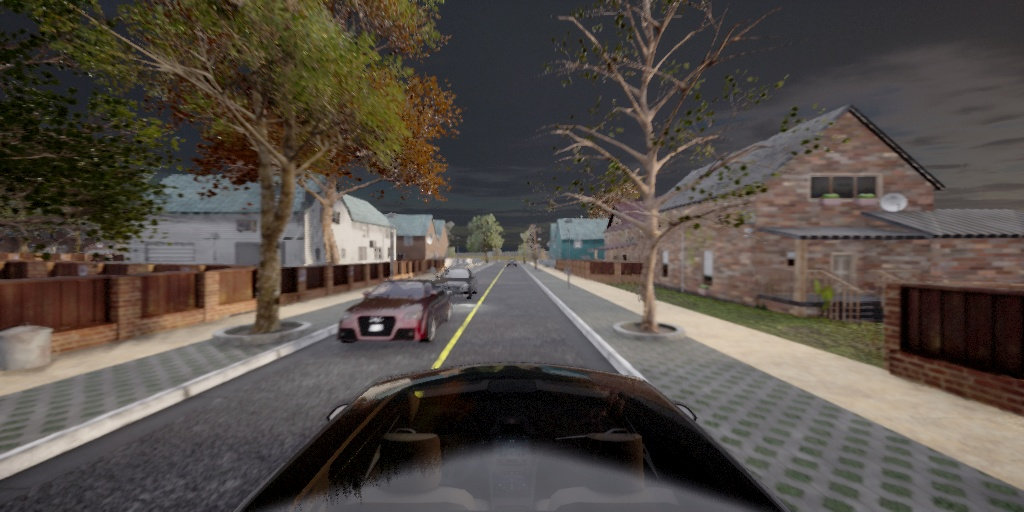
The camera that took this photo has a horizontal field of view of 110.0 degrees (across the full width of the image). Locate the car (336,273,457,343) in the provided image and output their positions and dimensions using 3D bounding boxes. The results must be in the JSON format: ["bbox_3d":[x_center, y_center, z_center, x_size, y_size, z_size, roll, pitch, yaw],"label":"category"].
[{"bbox_3d":[-2.843,1.319,9.505,1.994,1.385,4.181,0,0,0],"label":"car"}]

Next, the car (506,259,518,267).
[{"bbox_3d":[-0.013,1.286,64.768,1.812,1.442,4.674,0,0,0],"label":"car"}]

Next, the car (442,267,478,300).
[{"bbox_3d":[-2.753,1.318,18.025,1.812,1.442,4.674,0,0,0],"label":"car"}]
